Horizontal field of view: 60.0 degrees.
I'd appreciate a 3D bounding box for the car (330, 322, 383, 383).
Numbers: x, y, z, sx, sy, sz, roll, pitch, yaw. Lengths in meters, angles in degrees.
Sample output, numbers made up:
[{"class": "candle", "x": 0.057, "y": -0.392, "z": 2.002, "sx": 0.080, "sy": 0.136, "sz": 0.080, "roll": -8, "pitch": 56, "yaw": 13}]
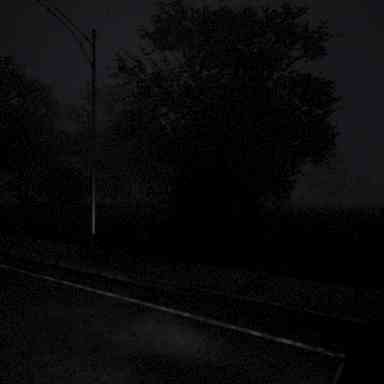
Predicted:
[{"class": "car", "x": 3.222, "y": 1.600, "z": 1.693, "sx": 4.718, "sy": 1.301, "sz": 1.895, "roll": 0, "pitch": 0, "yaw": 35}]
